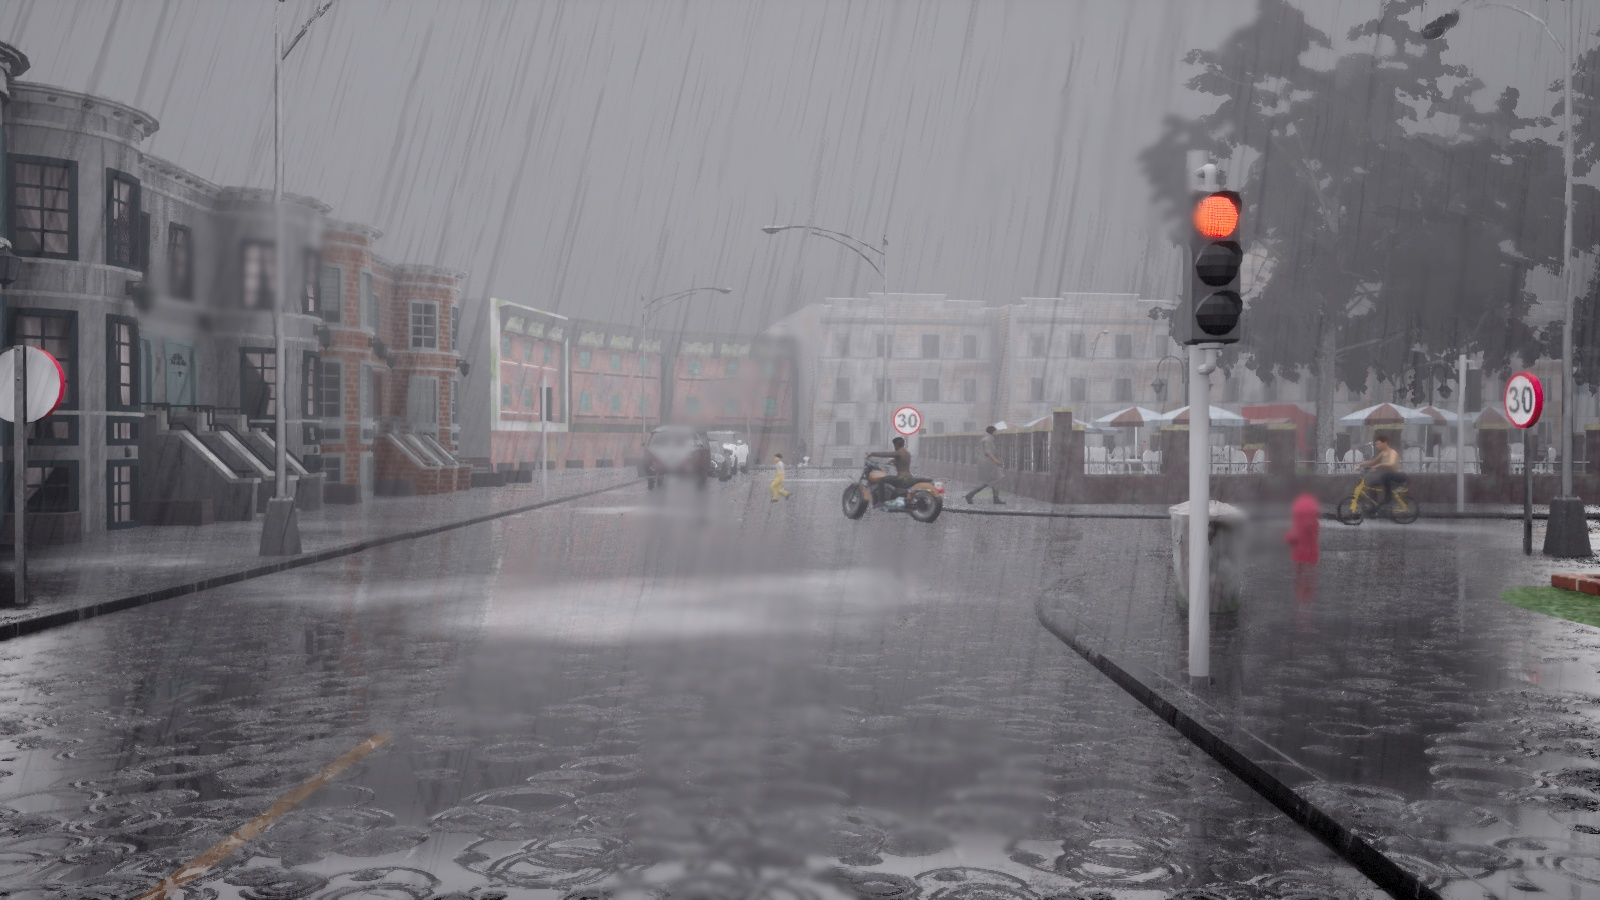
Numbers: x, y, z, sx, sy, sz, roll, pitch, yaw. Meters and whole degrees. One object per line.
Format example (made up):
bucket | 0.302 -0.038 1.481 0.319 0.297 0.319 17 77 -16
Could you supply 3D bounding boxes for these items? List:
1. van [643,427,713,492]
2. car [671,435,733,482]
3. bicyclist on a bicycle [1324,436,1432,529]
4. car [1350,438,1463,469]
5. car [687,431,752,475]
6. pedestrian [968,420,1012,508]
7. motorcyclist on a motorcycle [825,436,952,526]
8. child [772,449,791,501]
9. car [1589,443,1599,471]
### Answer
van | -3.858 0.268 40.407 1.775 1.987 4.442 0 0 0
car | -3.842 0.321 49.766 2.097 1.767 4.553 0 0 0
bicyclist on a bicycle | 10.252 0.565 22.313 1.509 1.612 0.866 0 0 0
car | 32.557 0.170 67.513 5.027 1.651 2.152 0 0 0
car | -3.804 0.123 60.324 2.150 2.045 5.566 0 0 7
pedestrian | 4.270 0.300 28.242 0.873 1.952 0.659 0 0 18
motorcyclist on a motorcycle | 1.656 0.563 23.853 2.350 1.649 0.766 0 -1 38
child | -0.464 0.602 30.747 0.437 1.263 0.270 0 0 -8
car | 44.841 0.380 67.494 3.705 1.549 1.789 0 0 0
